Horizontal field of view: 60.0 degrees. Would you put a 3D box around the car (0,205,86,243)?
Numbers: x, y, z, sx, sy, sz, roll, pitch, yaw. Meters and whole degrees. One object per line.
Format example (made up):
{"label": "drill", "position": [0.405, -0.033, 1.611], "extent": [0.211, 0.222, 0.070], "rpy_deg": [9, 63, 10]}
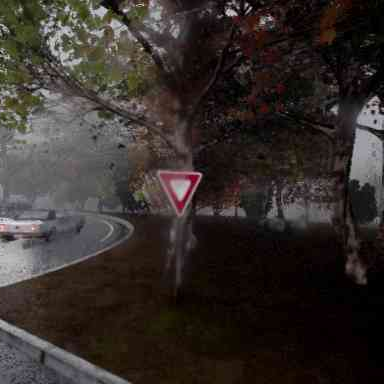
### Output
{"label": "car", "position": [-6.516, 1.402, 15.030], "extent": [1.895, 1.301, 4.718], "rpy_deg": [1, 0, 4]}

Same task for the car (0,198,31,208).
{"label": "car", "position": [-16.371, 1.174, 28.835], "extent": [4.718, 1.301, 1.895], "rpy_deg": [1, 0, 24]}
